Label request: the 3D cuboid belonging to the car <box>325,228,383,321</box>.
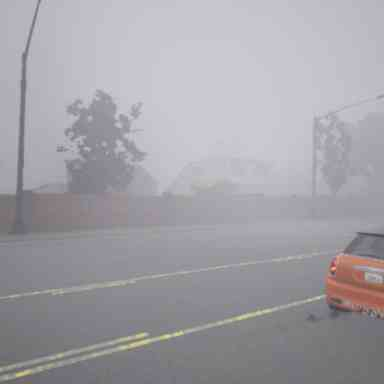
[{"bbox_3d":[4.794,1.478,6.674,4.553,1.767,2.097,1,-1,-33],"label":"car"}]
